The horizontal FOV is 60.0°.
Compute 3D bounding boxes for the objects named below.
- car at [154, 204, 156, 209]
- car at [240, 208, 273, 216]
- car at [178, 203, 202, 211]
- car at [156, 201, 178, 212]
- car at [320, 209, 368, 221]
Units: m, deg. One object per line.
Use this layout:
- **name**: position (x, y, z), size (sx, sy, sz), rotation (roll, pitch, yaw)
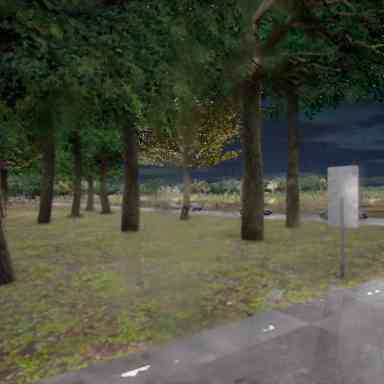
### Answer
- **car**: position (-5.638, 2.538, 65.449), size (2.097, 1.767, 4.553), rotation (-1, -1, -35)
- **car**: position (7.950, 2.303, 41.322), size (1.994, 1.385, 4.181), rotation (-1, -1, -35)
- **car**: position (-0.101, 2.587, 57.721), size (1.994, 1.385, 4.181), rotation (-1, -1, -35)
- **car**: position (-3.779, 2.603, 58.026), size (1.837, 1.490, 4.892), rotation (-1, -1, -35)
- **car**: position (14.527, 2.094, 32.016), size (1.994, 1.385, 4.181), rotation (-1, -1, -36)
